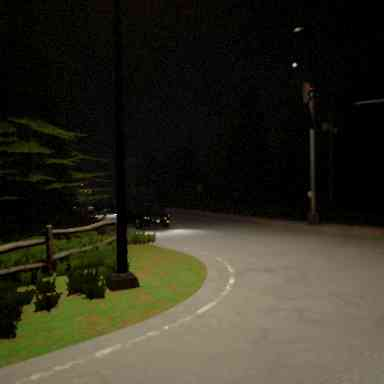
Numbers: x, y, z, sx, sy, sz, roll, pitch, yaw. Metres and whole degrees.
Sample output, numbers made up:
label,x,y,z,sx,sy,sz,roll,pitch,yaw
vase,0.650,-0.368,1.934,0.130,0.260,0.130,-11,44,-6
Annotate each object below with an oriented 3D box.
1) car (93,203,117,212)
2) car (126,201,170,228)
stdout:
label,x,y,z,sx,sy,sz,roll,pitch,yaw
car,-8.558,1.446,32.900,1.994,1.385,4.181,-1,1,-24
car,-2.945,1.378,20.732,1.837,1.490,4.892,-1,1,-26
